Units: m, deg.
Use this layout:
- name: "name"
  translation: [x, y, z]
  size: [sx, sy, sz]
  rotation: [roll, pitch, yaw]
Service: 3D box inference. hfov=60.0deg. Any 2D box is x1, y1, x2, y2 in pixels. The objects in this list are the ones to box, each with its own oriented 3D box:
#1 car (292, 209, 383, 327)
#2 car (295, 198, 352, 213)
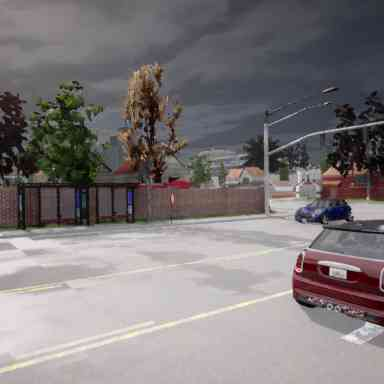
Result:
- name: "car"
  translation: [4.121, 1.342, 6.699]
  size: [4.553, 1.767, 2.097]
  rotation: [0, 0, -36]
- name: "car"
  translation: [9.298, 1.266, 23.460]
  size: [4.553, 1.767, 2.097]
  rotation: [-1, 0, -35]
